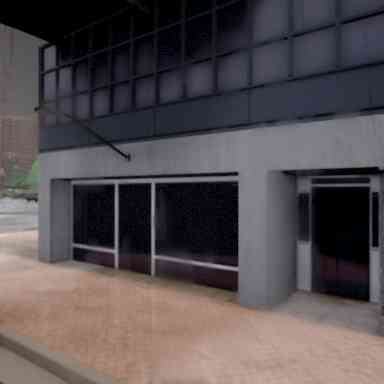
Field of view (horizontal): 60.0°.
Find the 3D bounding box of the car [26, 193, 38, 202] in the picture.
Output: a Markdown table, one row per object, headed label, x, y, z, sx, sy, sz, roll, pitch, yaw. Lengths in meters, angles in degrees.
| label | x | y | z | sx | sy | sz | roll | pitch | yaw |
| --- | --- | --- | --- | --- | --- | --- | --- | --- | --- |
| car | -30.326 | 1.040 | 64.783 | 4.605 | 1.855 | 1.932 | 0 | 0 | 35 |
